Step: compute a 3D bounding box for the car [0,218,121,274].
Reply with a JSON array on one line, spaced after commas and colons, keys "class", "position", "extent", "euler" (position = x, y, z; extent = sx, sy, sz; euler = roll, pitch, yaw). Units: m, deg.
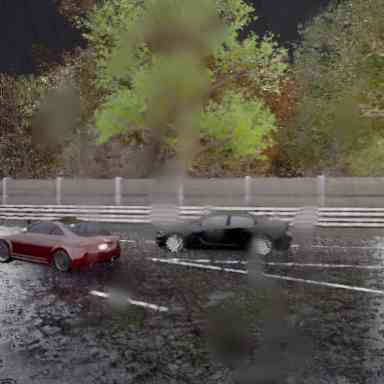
[{"class": "car", "position": [-4.273, 1.530, 10.512], "extent": [4.181, 1.385, 1.994], "euler": [0, 0, 30]}]

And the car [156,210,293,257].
[{"class": "car", "position": [1.143, 1.440, 12.363], "extent": [5.008, 1.535, 1.882], "euler": [0, 0, 11]}]
